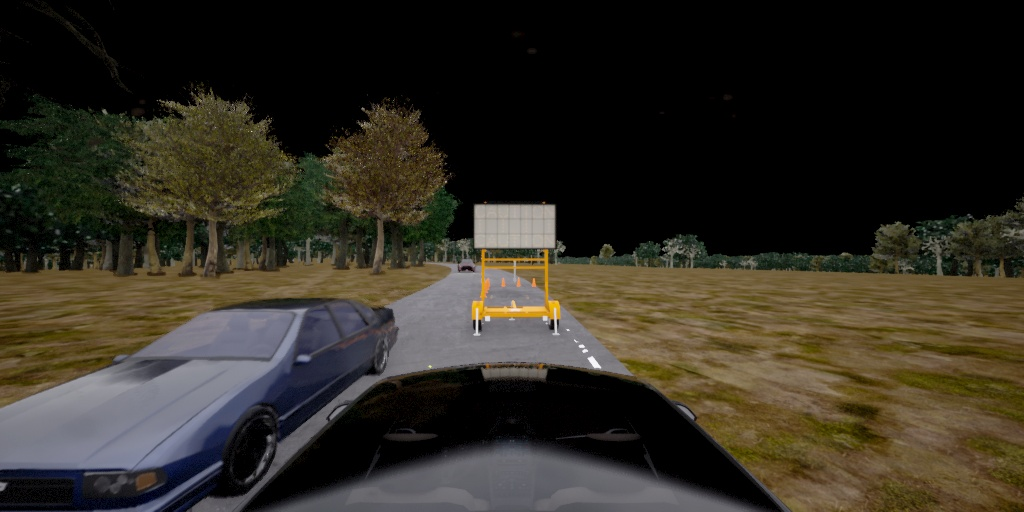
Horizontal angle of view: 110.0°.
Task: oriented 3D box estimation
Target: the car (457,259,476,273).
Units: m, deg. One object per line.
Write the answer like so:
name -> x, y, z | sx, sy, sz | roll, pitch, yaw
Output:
car -> -5.463, 1.105, 43.251 | 2.097, 1.767, 4.553 | 0, 0, -8

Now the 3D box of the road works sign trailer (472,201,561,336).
road works sign trailer -> 0.077, 0.214, 10.436 | 2.380, 3.560, 2.880 | 0, 0, -2

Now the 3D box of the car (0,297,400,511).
car -> -3.097, 1.295, 4.733 | 2.033, 1.411, 5.357 | 0, 0, 0
